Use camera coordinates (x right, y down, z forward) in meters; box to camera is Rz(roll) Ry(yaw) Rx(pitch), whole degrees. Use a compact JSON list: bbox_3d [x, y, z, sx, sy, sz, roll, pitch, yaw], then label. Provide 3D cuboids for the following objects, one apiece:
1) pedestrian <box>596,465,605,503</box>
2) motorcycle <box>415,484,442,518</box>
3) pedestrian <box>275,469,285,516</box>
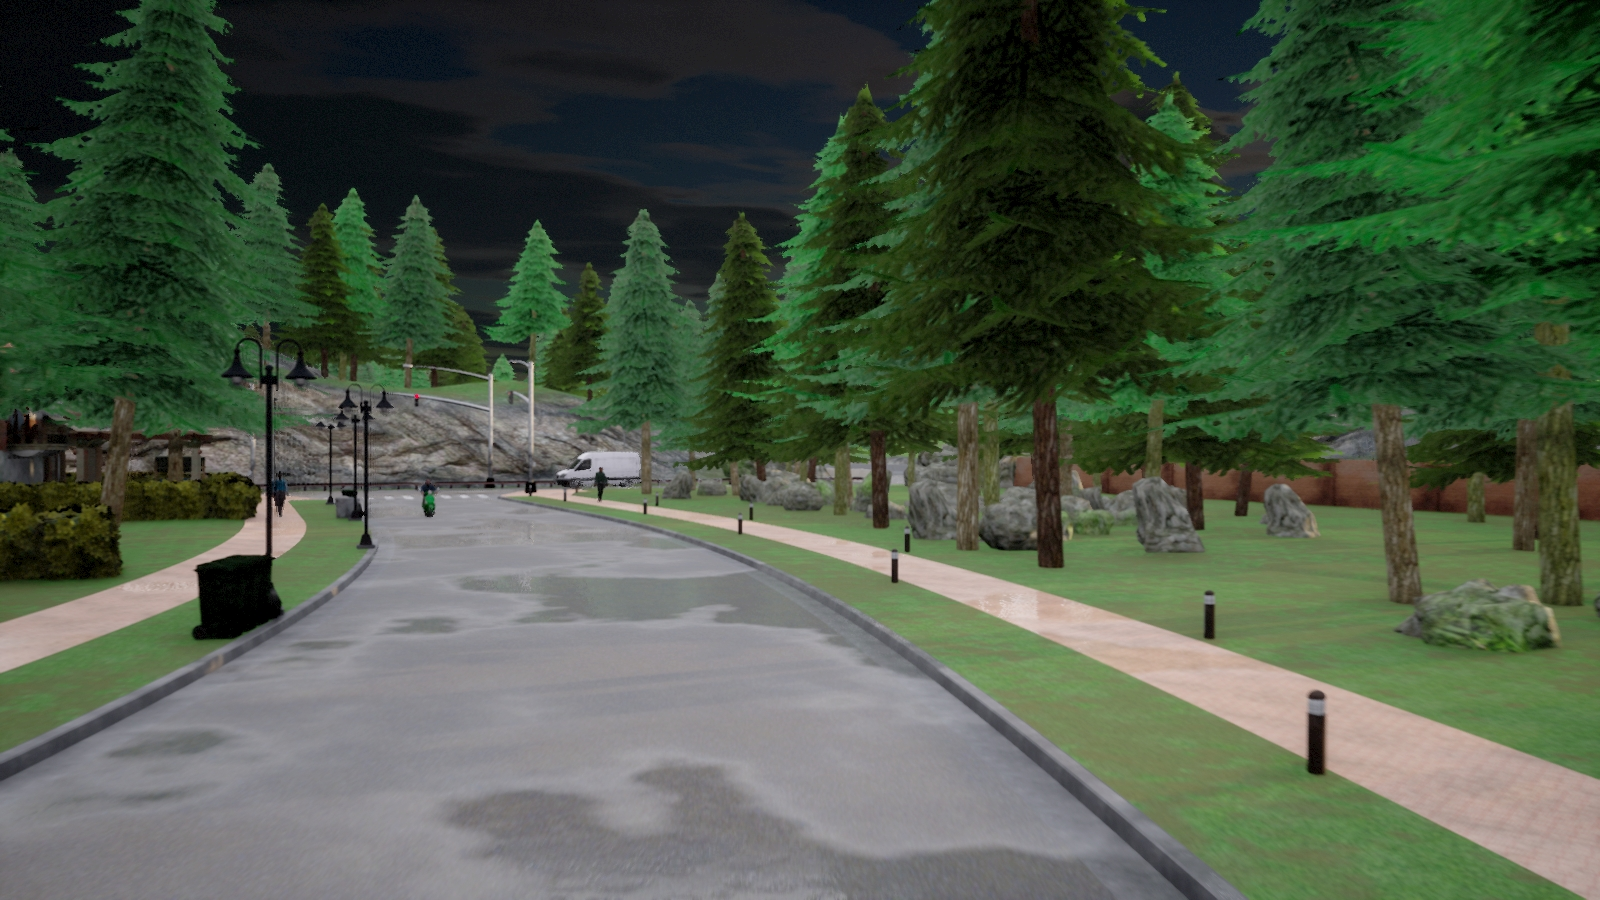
[{"bbox_3d":[-9.983,1.695,57.210,0.375,1.860,0.375,0,0,-19],"label":"pedestrian"},{"bbox_3d":[-15.569,2.124,47.831,0.856,1.334,1.805,0,0,-25],"label":"motorcycle"},{"bbox_3d":[-20.826,1.688,45.758,0.375,1.860,0.375,0,0,-25],"label":"pedestrian"}]
